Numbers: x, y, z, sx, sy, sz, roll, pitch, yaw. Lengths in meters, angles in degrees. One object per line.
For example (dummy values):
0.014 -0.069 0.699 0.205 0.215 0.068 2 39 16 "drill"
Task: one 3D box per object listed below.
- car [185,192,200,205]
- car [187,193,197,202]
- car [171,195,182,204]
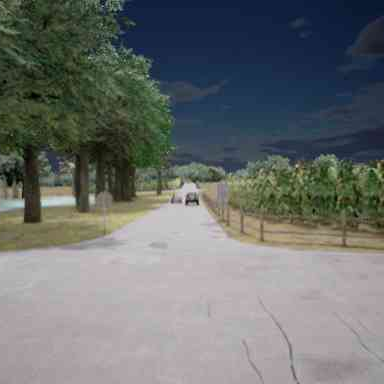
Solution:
0.023 1.066 53.852 2.150 2.045 5.566 0 1 0 "car"
0.028 1.118 64.244 1.882 1.535 5.008 0 1 0 "car"
-2.725 1.291 58.418 1.812 1.442 4.674 0 1 0 "car"
